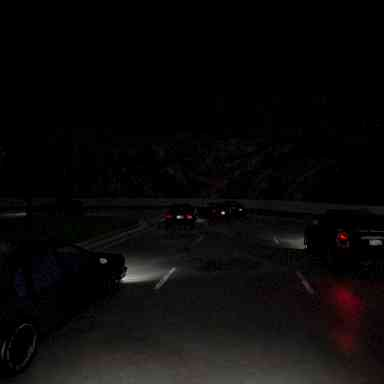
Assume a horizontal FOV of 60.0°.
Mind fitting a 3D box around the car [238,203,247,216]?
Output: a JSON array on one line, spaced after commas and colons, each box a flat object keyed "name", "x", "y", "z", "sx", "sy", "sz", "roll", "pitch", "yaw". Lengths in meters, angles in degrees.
[{"name": "car", "x": 3.154, "y": 1.524, "z": 30.859, "sx": 1.994, "sy": 1.385, "sz": 4.181, "roll": 0, "pitch": 0, "yaw": -33}]

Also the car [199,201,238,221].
[{"name": "car", "x": 1.626, "y": 1.530, "z": 26.679, "sx": 1.994, "sy": 1.385, "sz": 4.181, "roll": 0, "pitch": 0, "yaw": -19}]

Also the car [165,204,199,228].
[{"name": "car", "x": -0.754, "y": 1.520, "z": 22.068, "sx": 2.033, "sy": 1.411, "sz": 5.357, "roll": 0, "pitch": 0, "yaw": 0}]

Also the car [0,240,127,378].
[{"name": "car", "x": -2.780, "y": 1.540, "z": 5.542, "sx": 2.033, "sy": 1.411, "sz": 5.357, "roll": 0, "pitch": 0, "yaw": 8}]

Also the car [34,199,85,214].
[{"name": "car", "x": -13.460, "y": 1.462, "z": 33.897, "sx": 4.892, "sy": 1.490, "sz": 1.837, "roll": 0, "pitch": 0, "yaw": -12}]

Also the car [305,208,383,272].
[{"name": "car", "x": 5.084, "y": 1.338, "z": 10.757, "sx": 2.097, "sy": 1.767, "sz": 4.553, "roll": 0, "pitch": 0, "yaw": 8}]
